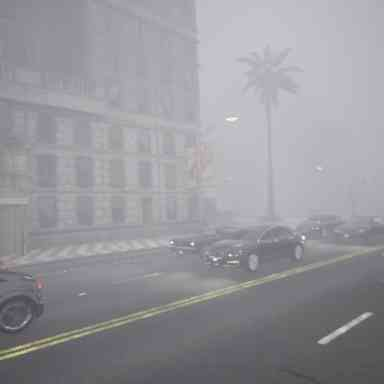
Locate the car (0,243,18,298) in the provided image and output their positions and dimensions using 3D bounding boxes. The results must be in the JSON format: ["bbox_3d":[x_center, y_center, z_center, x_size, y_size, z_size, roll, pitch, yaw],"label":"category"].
[{"bbox_3d":[-7.251,2.323,8.925,4.181,1.385,1.994,0,-4,-42],"label":"car"}]

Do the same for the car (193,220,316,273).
[{"bbox_3d":[2.599,2.071,13.039,4.892,1.490,1.837,0,-4,-41],"label":"car"}]

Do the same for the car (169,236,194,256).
[{"bbox_3d":[1.156,2.394,16.420,4.718,1.301,1.895,0,-4,-41],"label":"car"}]

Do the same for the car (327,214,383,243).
[{"bbox_3d":[10.162,2.117,19.673,4.674,1.442,1.812,0,-4,-41],"label":"car"}]

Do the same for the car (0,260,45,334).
[{"bbox_3d":[-5.062,2.099,6.193,4.181,1.385,1.994,0,-4,-42],"label":"car"}]

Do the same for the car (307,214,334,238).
[{"bbox_3d":[9.203,2.324,23.470,4.892,1.490,1.837,0,-4,-41],"label":"car"}]
